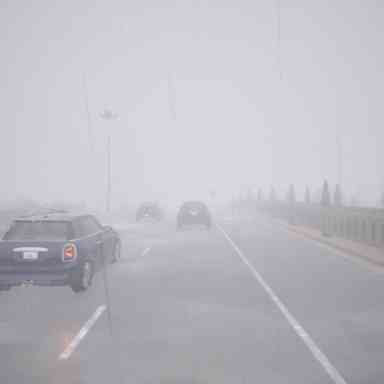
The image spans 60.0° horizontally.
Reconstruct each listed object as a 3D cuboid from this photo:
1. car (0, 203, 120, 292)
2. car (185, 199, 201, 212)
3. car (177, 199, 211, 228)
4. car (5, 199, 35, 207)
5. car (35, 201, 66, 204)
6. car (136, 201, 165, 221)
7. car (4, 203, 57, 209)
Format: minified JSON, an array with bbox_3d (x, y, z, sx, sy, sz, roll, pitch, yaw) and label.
[{"bbox_3d":[-3.388,1.351,9.098,2.097,1.767,4.553,0,0,0],"label":"car"},{"bbox_3d":[0.135,1.605,40.252,1.882,1.535,5.008,0,-2,0],"label":"car"},{"bbox_3d":[0.119,1.352,22.160,2.097,1.767,4.553,0,0,0],"label":"car"},{"bbox_3d":[-17.472,1.503,34.469,2.128,1.511,4.902,0,-1,0],"label":"car"},{"bbox_3d":[-13.973,1.576,34.424,1.994,1.385,4.181,0,-1,0],"label":"car"},{"bbox_3d":[-3.376,1.504,27.155,1.837,1.490,4.892,0,0,0],"label":"car"},{"bbox_3d":[-6.886,1.503,16.175,1.837,1.490,4.892,0,0,0],"label":"car"}]
